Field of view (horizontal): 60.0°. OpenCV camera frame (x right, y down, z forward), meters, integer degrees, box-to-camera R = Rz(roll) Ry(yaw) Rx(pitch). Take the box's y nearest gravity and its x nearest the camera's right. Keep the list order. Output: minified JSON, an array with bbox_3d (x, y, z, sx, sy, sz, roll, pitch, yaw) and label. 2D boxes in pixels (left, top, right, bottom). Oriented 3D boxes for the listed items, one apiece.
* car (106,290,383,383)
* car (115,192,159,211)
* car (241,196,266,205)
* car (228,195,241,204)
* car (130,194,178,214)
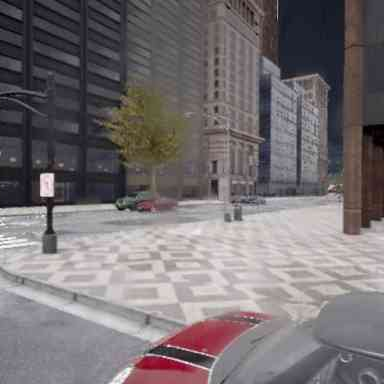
[{"bbox_3d":[1.191,1.439,2.109,4.097,1.590,1.967,0,1,36],"label":"car"},{"bbox_3d":[-5.600,0.987,35.422,2.150,2.045,5.566,1,1,35],"label":"car"},{"bbox_3d":[9.913,1.326,51.519,1.994,1.385,4.181,1,0,36],"label":"car"},{"bbox_3d":[7.693,1.272,53.986,2.033,1.411,5.357,1,1,36],"label":"car"},{"bbox_3d":[-3.375,1.280,32.948,1.882,1.535,5.008,1,1,35],"label":"car"}]
